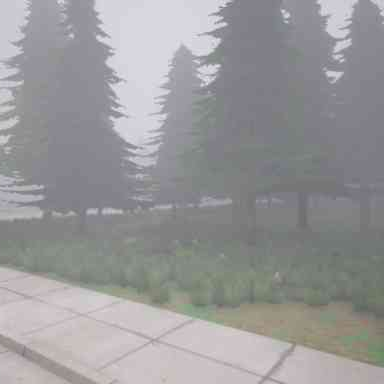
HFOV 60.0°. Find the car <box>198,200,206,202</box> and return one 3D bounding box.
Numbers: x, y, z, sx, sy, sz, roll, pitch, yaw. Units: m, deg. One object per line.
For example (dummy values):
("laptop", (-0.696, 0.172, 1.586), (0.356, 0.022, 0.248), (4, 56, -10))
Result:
("car", (0.407, 1.375, 54.995), (2.097, 1.767, 4.553), (0, 0, 37))
